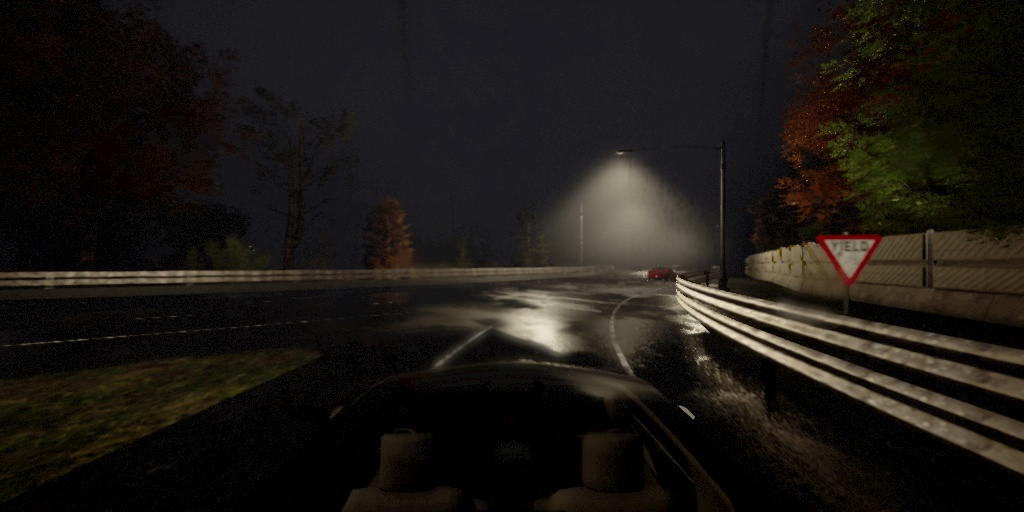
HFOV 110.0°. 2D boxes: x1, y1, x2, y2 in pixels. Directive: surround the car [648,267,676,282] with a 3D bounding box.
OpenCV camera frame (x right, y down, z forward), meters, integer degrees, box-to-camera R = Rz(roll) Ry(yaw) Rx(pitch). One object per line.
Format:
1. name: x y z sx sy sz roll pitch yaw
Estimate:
1. car: 15.358 1.826 36.538 1.882 1.535 5.008 0 -1 36
